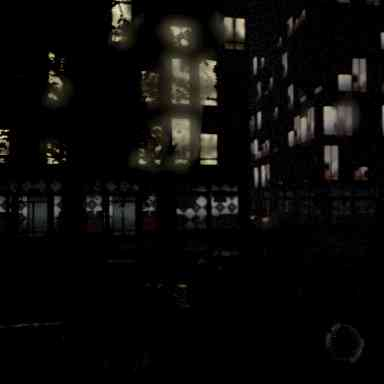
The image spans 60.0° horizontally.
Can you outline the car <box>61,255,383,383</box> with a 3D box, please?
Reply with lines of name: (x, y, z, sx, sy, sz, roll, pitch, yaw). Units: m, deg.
car: (0.575, 1.724, 5.164, 4.718, 1.301, 1.895, 0, -1, -8)
